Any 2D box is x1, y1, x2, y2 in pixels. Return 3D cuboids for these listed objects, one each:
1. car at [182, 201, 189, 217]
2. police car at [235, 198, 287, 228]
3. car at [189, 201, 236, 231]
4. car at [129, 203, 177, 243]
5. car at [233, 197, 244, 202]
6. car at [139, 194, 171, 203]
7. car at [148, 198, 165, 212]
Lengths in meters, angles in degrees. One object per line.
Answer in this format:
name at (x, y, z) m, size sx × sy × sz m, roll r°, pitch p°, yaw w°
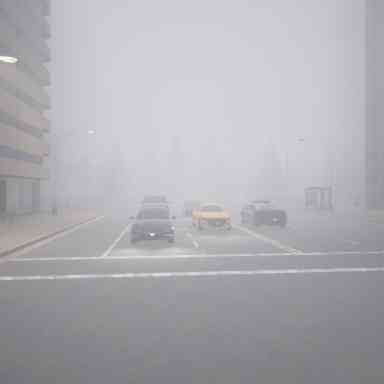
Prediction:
car at (0.093, 1.547, 31.196) m, size 2.033 × 1.411 × 5.357 m, roll 0°, pitch 0°, yaw -6°
police car at (4.622, 1.425, 22.258) m, size 1.930 × 1.638 × 5.238 m, roll 0°, pitch 0°, yaw -6°
car at (1.138, 1.478, 20.968) m, size 1.882 × 1.535 × 5.008 m, roll 0°, pitch 0°, yaw -6°
car at (-1.879, 1.505, 16.073) m, size 1.837 × 1.490 × 4.892 m, roll 0°, pitch 0°, yaw -6°
car at (7.361, 1.515, 49.504) m, size 1.812 × 1.442 × 4.674 m, roll 0°, pitch 0°, yaw 25°
car at (-2.882, 1.221, 25.868) m, size 2.150 × 2.045 × 5.566 m, roll 0°, pitch 0°, yaw -6°
car at (-4.233, 1.477, 39.647) m, size 1.882 × 1.535 × 5.008 m, roll 0°, pitch 0°, yaw -5°
